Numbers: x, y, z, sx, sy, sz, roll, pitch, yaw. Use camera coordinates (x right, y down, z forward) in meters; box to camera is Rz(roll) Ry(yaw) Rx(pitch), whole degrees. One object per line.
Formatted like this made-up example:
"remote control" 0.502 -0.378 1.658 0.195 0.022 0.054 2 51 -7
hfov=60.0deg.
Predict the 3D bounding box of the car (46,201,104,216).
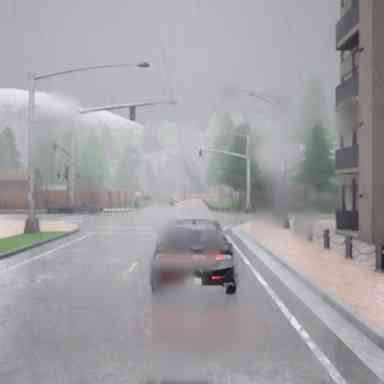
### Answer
"car" -10.582 1.490 30.105 4.718 1.301 1.895 0 0 3

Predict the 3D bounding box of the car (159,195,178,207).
"car" -3.577 1.335 47.992 2.128 1.511 4.902 0 0 0

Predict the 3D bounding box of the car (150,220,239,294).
"car" 0.057 1.463 8.678 2.128 1.511 4.902 0 0 1
